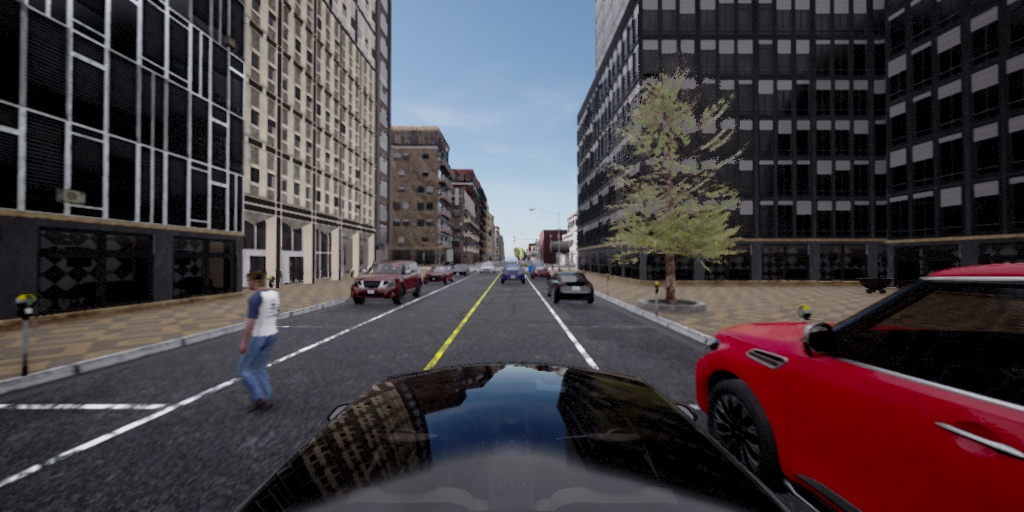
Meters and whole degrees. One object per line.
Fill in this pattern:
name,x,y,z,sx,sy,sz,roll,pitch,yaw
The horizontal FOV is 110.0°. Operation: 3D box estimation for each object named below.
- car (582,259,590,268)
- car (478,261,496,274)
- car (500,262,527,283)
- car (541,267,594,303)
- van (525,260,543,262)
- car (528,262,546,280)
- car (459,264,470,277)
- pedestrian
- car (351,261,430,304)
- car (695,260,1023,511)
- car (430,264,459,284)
car,14.925,1.444,60.568,5.009,1.841,2.192,0,0,0
car,-3.065,1.524,45.073,1.812,1.442,4.674,0,0,0
car,0.092,1.430,29.369,1.812,1.442,4.674,0,0,0
car,2.659,1.398,16.930,1.948,1.339,4.313,0,0,0
van,2.661,1.307,39.685,1.690,1.789,3.998,0,0,0
car,2.661,1.514,33.997,1.802,1.307,4.207,0,0,0
car,-5.687,1.532,39.712,1.948,1.339,4.313,0,0,0
pedestrian,-3.272,1.059,4.667,0.375,1.860,0.375,0,-1,0
car,-5.688,1.147,16.957,2.192,1.841,5.009,0,0,0
car,3.000,0.973,1.408,2.150,2.045,5.566,0,0,0
car,-5.688,1.443,28.335,1.888,1.381,4.507,0,0,0
